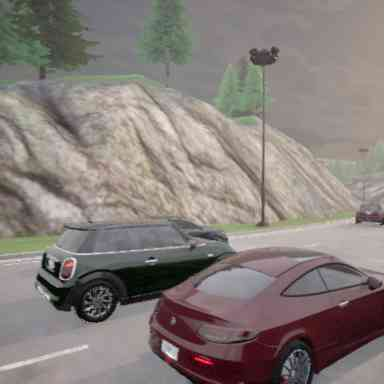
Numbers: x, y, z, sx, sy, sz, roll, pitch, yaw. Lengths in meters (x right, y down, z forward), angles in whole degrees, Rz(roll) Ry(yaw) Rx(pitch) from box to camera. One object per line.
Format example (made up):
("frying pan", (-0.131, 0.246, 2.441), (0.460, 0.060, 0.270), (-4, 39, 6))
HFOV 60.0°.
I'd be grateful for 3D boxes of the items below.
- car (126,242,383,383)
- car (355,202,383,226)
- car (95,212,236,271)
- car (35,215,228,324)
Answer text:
("car", (1.582, 1.582, 5.028), (4.674, 1.442, 1.812), (1, -1, -37))
("car", (14.988, 1.712, 27.064), (2.097, 1.767, 4.553), (0, -1, 42))
("car", (-0.791, 1.602, 12.075), (4.892, 1.490, 1.837), (1, 0, -39))
("car", (-0.950, 1.407, 7.531), (4.553, 1.767, 2.097), (1, -1, -37))
